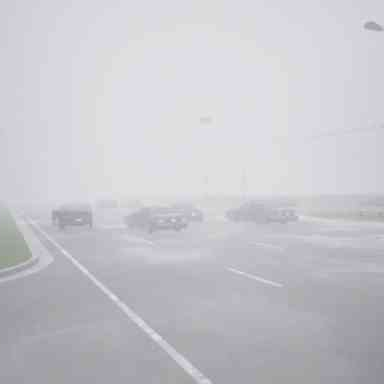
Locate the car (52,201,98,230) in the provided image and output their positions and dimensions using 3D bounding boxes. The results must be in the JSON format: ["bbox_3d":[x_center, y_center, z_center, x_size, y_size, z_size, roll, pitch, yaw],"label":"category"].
[{"bbox_3d":[-7.790,1.480,21.393,1.882,1.535,5.008,-1,1,-30],"label":"car"}]

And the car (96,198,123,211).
[{"bbox_3d":[-10.347,1.427,39.934,2.128,1.511,4.902,-1,1,-30],"label":"car"}]

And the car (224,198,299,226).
[{"bbox_3d":[4.287,1.330,21.438,2.033,1.411,5.357,-1,0,-30],"label":"car"}]

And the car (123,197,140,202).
[{"bbox_3d":[-7.899,1.398,42.681,1.812,1.442,4.674,-1,1,-30],"label":"car"}]

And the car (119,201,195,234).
[{"bbox_3d":[-2.186,1.465,18.659,2.033,1.411,5.357,-1,0,-30],"label":"car"}]

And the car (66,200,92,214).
[{"bbox_3d":[-12.514,1.595,36.682,1.895,1.301,4.718,-1,0,-30],"label":"car"}]

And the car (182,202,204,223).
[{"bbox_3d":[-0.912,1.429,23.475,1.994,1.385,4.181,-1,0,-30],"label":"car"}]

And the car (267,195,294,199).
[{"bbox_3d":[5.773,1.233,25.879,1.837,1.490,4.892,-1,0,-30],"label":"car"}]

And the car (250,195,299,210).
[{"bbox_3d":[8.852,1.117,35.587,4.892,1.490,1.837,-1,0,17],"label":"car"}]

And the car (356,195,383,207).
[{"bbox_3d":[19.025,1.002,33.782,4.181,1.385,1.994,-1,0,2],"label":"car"}]
